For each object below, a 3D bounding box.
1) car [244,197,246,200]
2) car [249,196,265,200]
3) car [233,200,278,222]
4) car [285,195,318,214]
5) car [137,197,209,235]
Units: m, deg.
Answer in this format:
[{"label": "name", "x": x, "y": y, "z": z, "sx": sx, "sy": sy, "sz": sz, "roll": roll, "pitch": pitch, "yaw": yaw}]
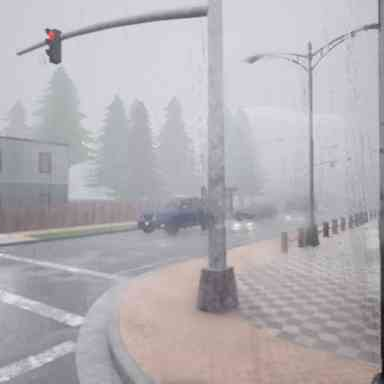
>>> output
[{"label": "car", "x": 12.836, "y": 1.568, "z": 77.597, "sx": 1.905, "sy": 1.878, "sz": 3.866, "roll": -1, "pitch": -1, "yaw": 36}, {"label": "car", "x": 15.101, "y": 1.535, "z": 76.438, "sx": 1.932, "sy": 1.855, "sz": 4.605, "roll": -1, "pitch": -1, "yaw": 36}, {"label": "car", "x": 5.543, "y": 1.677, "z": 28.433, "sx": 2.033, "sy": 1.411, "sz": 5.357, "roll": -1, "pitch": -1, "yaw": 37}, {"label": "car", "x": 12.328, "y": 1.350, "z": 37.298, "sx": 2.150, "sy": 2.045, "sz": 5.566, "roll": -1, "pitch": -1, "yaw": 38}, {"label": "car", "x": -0.769, "y": 1.356, "z": 20.124, "sx": 2.150, "sy": 2.045, "sz": 5.566, "roll": -1, "pitch": -1, "yaw": 37}]
